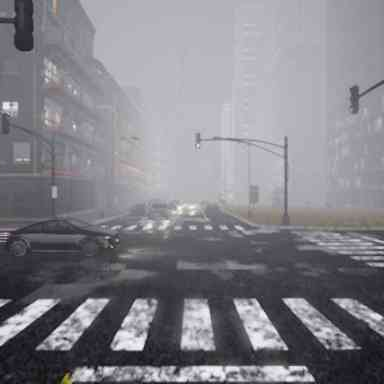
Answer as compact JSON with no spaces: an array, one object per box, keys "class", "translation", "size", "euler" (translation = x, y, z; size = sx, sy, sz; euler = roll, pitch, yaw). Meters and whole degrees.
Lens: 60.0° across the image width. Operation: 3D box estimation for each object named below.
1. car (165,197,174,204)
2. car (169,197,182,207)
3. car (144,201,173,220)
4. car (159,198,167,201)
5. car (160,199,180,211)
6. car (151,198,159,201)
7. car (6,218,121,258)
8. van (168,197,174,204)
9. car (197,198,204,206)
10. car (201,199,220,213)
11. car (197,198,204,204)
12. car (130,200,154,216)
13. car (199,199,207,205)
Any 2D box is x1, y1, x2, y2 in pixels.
[{"class":"car","translation":[-5.870,2.220,87.772],"size":[2.192,1.841,5.009],"euler":[-1,-1,0]},{"class":"car","translation":[-3.123,2.170,65.411],"size":[1.837,1.490,4.892],"euler":[0,-1,0]},{"class":"car","translation":[-3.155,1.851,32.179],"size":[1.812,1.442,4.674],"euler":[0,-1,0]},{"class":"car","translation":[-5.806,1.864,53.881],"size":[2.192,1.841,5.009],"euler":[-1,-1,0]},{"class":"car","translation":[-3.172,2.053,48.218],"size":[1.994,1.385,4.181],"euler":[0,-1,0]},{"class":"car","translation":[-5.782,1.872,42.582],"size":[1.967,1.590,4.097],"euler":[-1,-1,0]},{"class":"car","translation":[-4.980,1.731,13.170],"size":[4.181,1.385,1.994],"euler":[0,0,0]},{"class":"van","translation":[-5.881,2.306,93.419],"size":[1.690,1.788,3.998],"euler":[-1,-1,0]},{"class":"car","translation":[2.523,2.218,65.248],"size":[2.008,1.369,4.403],"euler":[-1,-1,0]},{"class":"car","translation":[2.566,1.977,42.654],"size":[1.887,1.381,4.507],"euler":[-1,-1,0]},{"class":"car","translation":[2.469,2.492,93.662],"size":[1.752,1.417,4.829],"euler":[-1,-1,0]},{"class":"car","translation":[-5.770,1.919,36.932],"size":[1.887,1.381,4.507],"euler":[-1,-1,0]},{"class":"car","translation":[2.502,2.331,76.546],"size":[1.887,1.381,4.507],"euler":[-1,-1,0]}]
